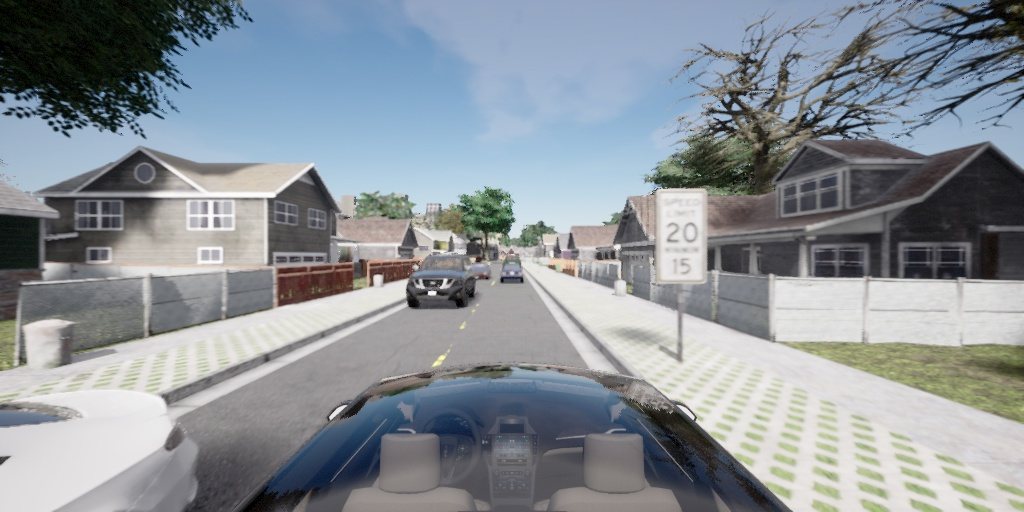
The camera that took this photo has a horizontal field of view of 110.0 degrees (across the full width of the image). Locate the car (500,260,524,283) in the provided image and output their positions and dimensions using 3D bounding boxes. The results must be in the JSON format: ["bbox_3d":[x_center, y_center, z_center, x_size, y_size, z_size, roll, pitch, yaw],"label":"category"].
[{"bbox_3d":[0.006,1.286,28.156,2.033,1.411,5.357,0,0,0],"label":"car"}]

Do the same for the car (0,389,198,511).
[{"bbox_3d":[-2.848,1.278,0.321,1.812,1.442,4.674,0,0,0],"label":"car"}]

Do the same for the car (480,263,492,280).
[{"bbox_3d":[-2.761,1.287,31.177,2.033,1.411,5.357,0,0,0],"label":"car"}]

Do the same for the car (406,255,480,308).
[{"bbox_3d":[-2.841,0.958,15.485,2.150,2.045,5.566,0,0,0],"label":"car"}]

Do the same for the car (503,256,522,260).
[{"bbox_3d":[0.044,0.978,42.554,2.150,2.045,5.566,0,0,1],"label":"car"}]
